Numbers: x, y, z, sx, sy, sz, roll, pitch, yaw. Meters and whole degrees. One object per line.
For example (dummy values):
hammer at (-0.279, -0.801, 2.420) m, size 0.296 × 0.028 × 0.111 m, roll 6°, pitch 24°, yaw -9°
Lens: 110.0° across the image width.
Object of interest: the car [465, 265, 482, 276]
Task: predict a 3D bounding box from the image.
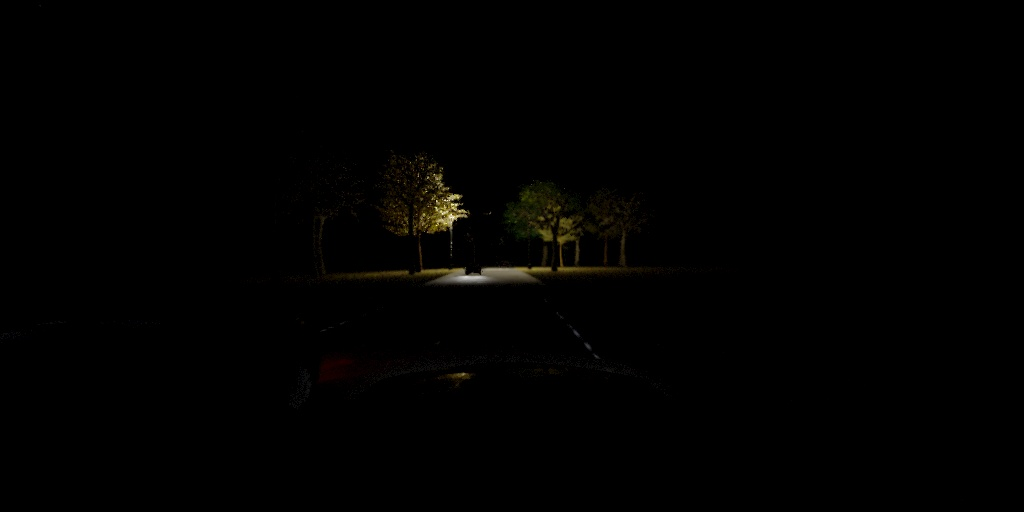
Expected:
car at (-4.775, 1.732, 44.464) m, size 1.895 × 1.301 × 4.718 m, roll 0°, pitch 0°, yaw -3°

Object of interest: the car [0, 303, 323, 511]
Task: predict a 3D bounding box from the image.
car at (-3.614, 1.275, 3.198) m, size 1.837 × 1.490 × 4.892 m, roll 0°, pitch -1°, yaw 0°
